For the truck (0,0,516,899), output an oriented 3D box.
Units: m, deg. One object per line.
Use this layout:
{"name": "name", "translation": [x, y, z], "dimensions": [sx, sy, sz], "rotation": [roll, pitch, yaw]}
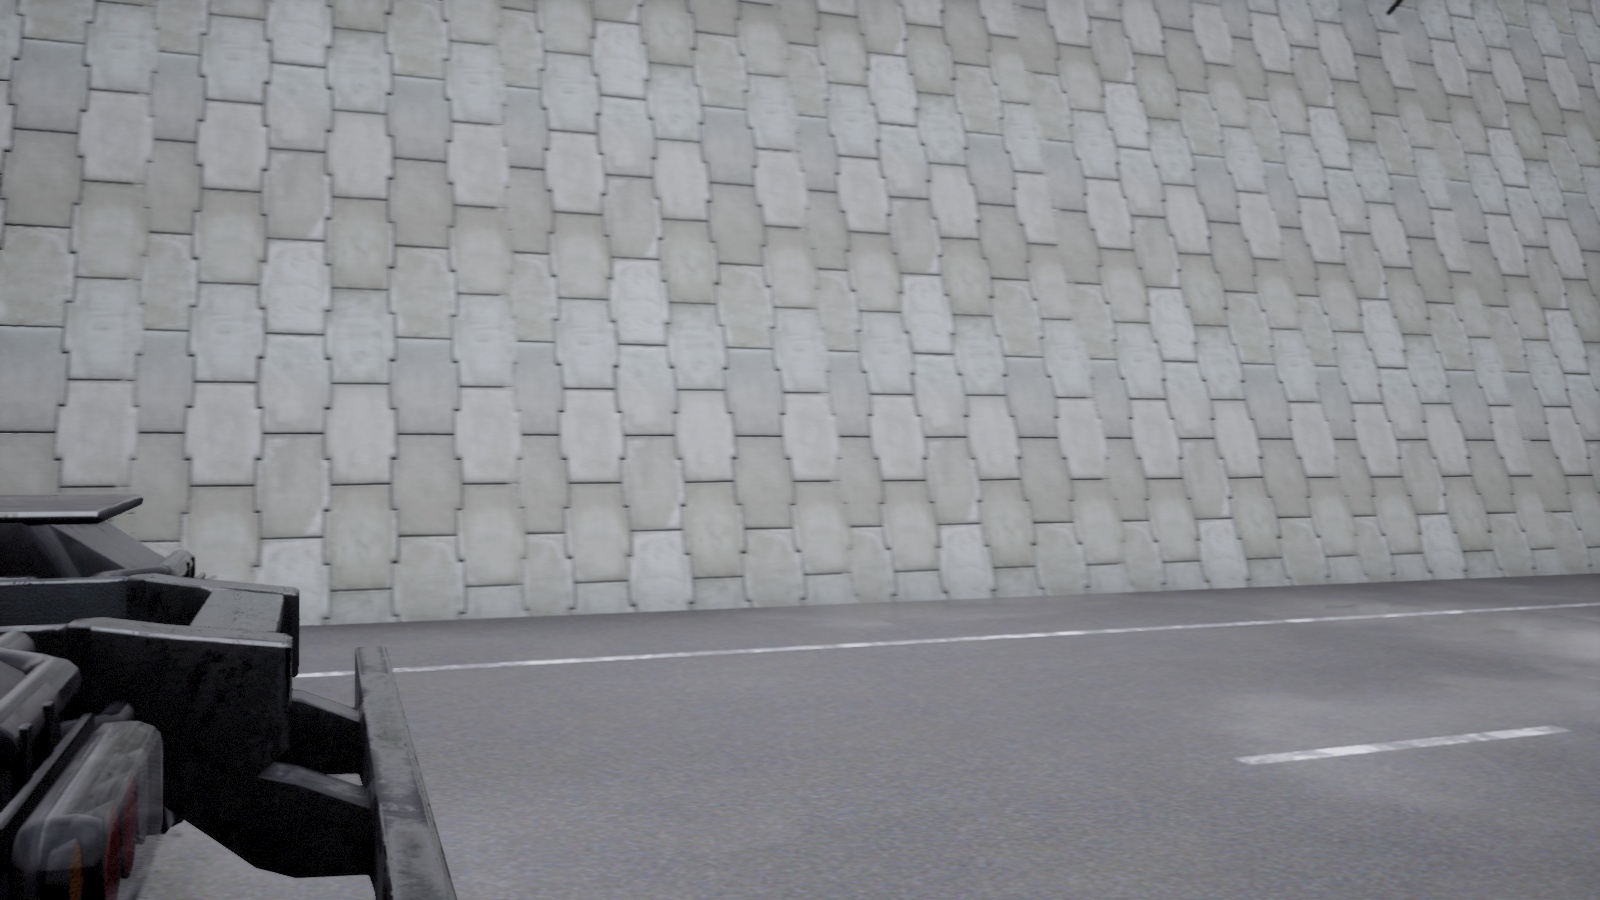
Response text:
{"name": "truck", "translation": [-4.582, -0.159, 1.488], "dimensions": [7.936, 3.462, 2.891], "rotation": [-1, 1, -21]}
